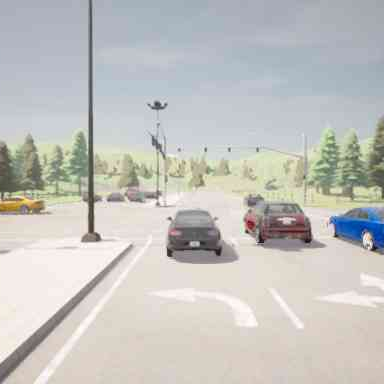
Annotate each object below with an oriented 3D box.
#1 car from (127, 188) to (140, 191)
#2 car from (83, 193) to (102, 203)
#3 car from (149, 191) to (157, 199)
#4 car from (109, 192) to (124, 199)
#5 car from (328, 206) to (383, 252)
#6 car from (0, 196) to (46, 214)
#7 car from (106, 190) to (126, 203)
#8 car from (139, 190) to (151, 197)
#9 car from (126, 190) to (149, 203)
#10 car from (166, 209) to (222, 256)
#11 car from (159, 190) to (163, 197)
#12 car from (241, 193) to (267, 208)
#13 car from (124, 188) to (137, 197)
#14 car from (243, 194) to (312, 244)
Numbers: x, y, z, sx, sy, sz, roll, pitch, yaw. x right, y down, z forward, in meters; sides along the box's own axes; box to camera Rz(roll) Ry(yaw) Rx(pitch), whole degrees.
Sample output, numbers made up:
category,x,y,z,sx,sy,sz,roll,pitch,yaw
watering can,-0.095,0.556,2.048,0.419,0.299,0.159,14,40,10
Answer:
category,x,y,z,sx,sy,sz,roll,pitch,yaw
car,-11.503,0.302,66.344,2.150,2.045,5.566,0,1,0
car,-15.065,0.868,50.406,1.994,1.385,4.181,0,1,0
car,-8.023,0.590,64.359,1.882,1.535,5.008,0,1,0
car,-15.004,0.649,66.084,1.994,1.385,4.181,0,1,0
car,7.102,1.295,13.098,1.882,1.535,5.008,0,1,0
car,-15.341,1.078,28.884,5.008,1.535,1.882,0,1,4
car,-11.567,0.867,50.478,1.994,1.385,4.181,0,1,0
car,-11.436,0.344,81.795,2.128,1.511,4.902,0,1,1
car,-8.073,0.823,49.257,1.837,1.490,4.892,0,1,0
car,0.039,1.354,12.272,1.812,1.442,4.674,0,1,-1
car,-7.951,0.371,80.725,1.837,1.490,4.892,0,1,0
car,7.101,0.958,38.598,2.128,1.511,4.902,0,1,0
car,-14.941,0.070,81.540,2.150,2.045,5.566,0,1,1
car,3.602,1.147,14.726,2.097,1.767,4.553,0,1,0
